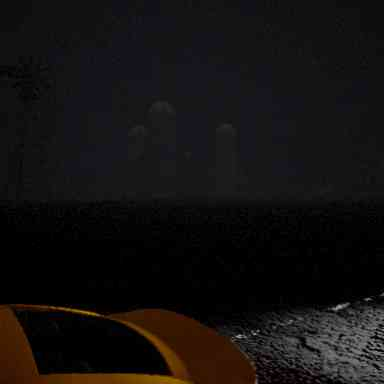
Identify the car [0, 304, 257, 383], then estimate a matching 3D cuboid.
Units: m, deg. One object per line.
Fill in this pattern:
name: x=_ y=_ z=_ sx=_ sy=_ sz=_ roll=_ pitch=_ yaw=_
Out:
car: x=-1.856 y=1.474 z=1.447 sx=5.008 sy=1.535 sz=1.882 roll=0 pitch=0 yaw=-36
